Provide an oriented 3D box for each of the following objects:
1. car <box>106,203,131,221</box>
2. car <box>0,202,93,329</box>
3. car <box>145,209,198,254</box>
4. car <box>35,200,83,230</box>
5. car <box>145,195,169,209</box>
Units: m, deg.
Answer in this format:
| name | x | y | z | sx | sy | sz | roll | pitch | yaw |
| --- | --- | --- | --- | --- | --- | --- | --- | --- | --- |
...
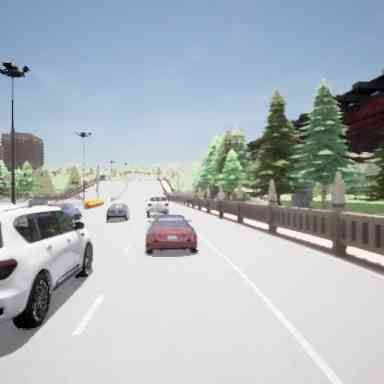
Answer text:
| name | x | y | z | sx | sy | sz | roll | pitch | yaw |
| --- | --- | --- | --- | --- | --- | --- | --- | --- | --- |
| car | -6.421 | 1.700 | 29.274 | 2.033 | 1.411 | 5.357 | 0 | 0 | -8 |
| car | -3.722 | 1.278 | 7.090 | 2.150 | 2.045 | 5.566 | 0 | 0 | -4 |
| car | -0.923 | 1.619 | 13.954 | 1.994 | 1.385 | 4.181 | 0 | 0 | -6 |
| car | -9.170 | 1.508 | 23.390 | 2.097 | 1.767 | 4.553 | 0 | 0 | -8 |
| car | -3.489 | 1.363 | 33.658 | 2.150 | 2.045 | 5.566 | 0 | 0 | -8 |
